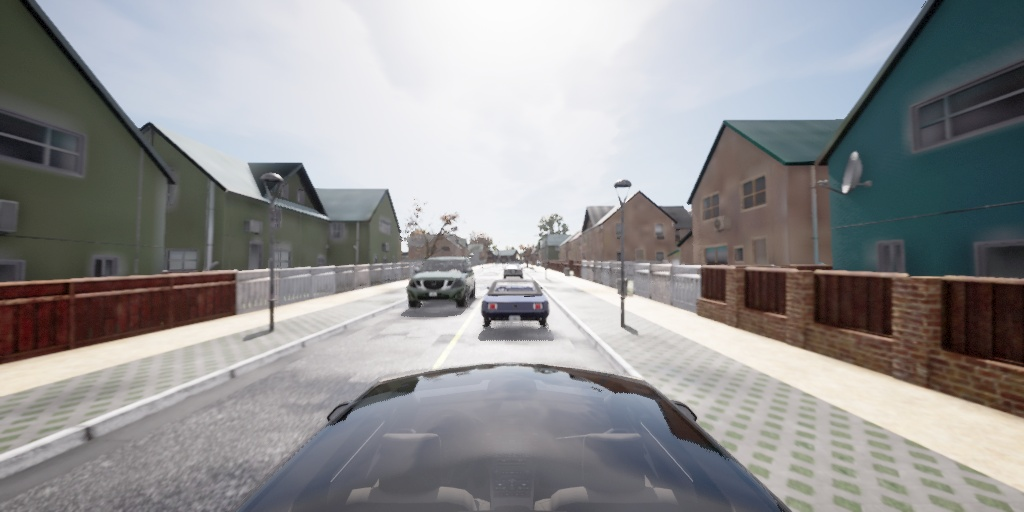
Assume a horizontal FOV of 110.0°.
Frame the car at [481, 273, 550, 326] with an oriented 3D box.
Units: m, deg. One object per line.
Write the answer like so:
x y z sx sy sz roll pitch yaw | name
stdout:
0.092 1.393 11.836 1.895 1.301 4.718 0 0 0 | car

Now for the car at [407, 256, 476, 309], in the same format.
-2.845 1.032 15.680 2.150 2.045 5.566 0 0 0 | car

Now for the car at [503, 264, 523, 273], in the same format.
0.110 1.454 34.035 2.033 1.411 5.357 0 0 0 | car
